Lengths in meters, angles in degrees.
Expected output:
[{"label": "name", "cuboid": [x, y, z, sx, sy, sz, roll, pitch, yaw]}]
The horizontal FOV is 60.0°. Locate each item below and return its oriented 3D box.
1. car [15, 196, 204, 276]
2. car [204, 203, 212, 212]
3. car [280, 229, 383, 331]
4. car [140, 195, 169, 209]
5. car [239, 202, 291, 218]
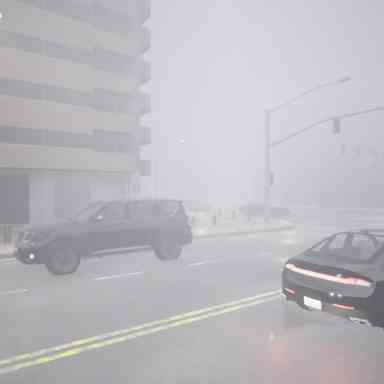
[{"label": "car", "cuboid": [-2.566, 1.221, 10.746, 5.566, 2.045, 2.150, 0, 0, -35]}, {"label": "car", "cuboid": [0.257, 1.545, 38.169, 1.895, 1.301, 4.718, 0, 0, -35]}, {"label": "car", "cuboid": [3.848, 1.492, 6.486, 4.902, 1.511, 2.128, 0, 0, -35]}, {"label": "car", "cuboid": [-5.329, 1.297, 46.272, 2.097, 1.767, 4.553, 0, 0, -34]}, {"label": "car", "cuboid": [6.405, 1.546, 29.463, 1.895, 1.301, 4.718, 0, 0, -36]}]
